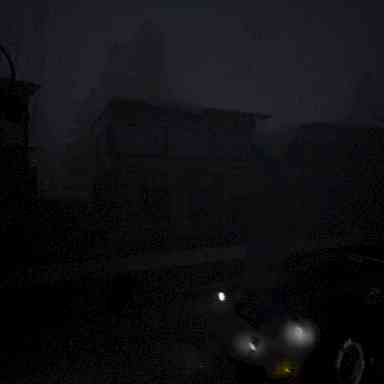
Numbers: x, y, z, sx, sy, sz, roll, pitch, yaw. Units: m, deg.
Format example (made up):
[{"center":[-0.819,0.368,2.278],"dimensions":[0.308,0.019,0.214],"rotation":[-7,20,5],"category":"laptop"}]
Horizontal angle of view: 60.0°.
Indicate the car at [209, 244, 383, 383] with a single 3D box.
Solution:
[{"center":[2.641,1.594,5.243],"dimensions":[4.718,1.301,1.895],"rotation":[0,0,-30],"category":"car"}]
